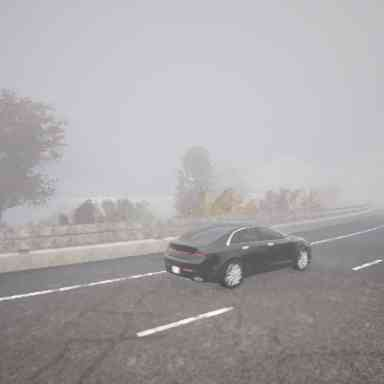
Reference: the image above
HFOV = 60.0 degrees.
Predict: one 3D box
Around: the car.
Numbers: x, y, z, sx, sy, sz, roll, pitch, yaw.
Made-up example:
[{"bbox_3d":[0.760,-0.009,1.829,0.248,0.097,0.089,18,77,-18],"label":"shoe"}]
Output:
[{"bbox_3d":[1.508,1.592,9.462,4.892,1.490,1.837,0,0,-39],"label":"car"}]
